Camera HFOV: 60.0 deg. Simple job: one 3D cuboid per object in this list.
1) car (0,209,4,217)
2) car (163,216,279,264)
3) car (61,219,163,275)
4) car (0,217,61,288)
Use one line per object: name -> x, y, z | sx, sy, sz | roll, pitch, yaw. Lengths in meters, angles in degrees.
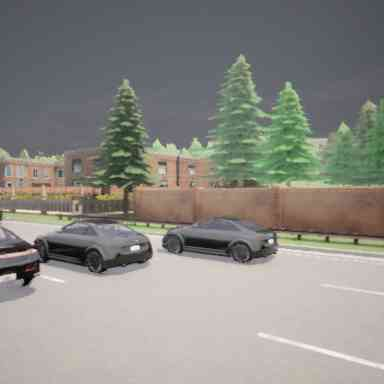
car -> -15.094, 1.509, 23.366 | 4.892, 1.490, 1.837 | 0, 0, 36
car -> 0.929, 1.565, 11.929 | 4.181, 1.385, 1.994 | 0, 0, 36
car -> -3.247, 1.565, 10.611 | 4.181, 1.385, 1.994 | 0, 0, 36
car -> -5.611, 1.493, 7.998 | 4.902, 1.511, 2.128 | 0, 0, 36
